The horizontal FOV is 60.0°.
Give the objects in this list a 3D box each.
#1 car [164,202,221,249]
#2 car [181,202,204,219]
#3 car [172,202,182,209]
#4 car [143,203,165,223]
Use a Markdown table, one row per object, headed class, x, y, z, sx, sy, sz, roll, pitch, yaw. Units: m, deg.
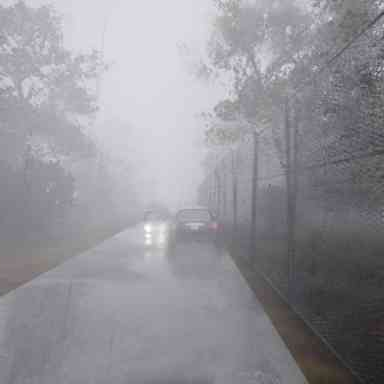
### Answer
| class | x | y | z | sx | sy | sz | roll | pitch | yaw |
| --- | --- | --- | --- | --- | --- | --- | --- | --- | --- |
| car | 0.092 | 1.415 | 14.962 | 2.097 | 1.767 | 4.553 | -1 | -1 | 0 |
| car | 0.018 | 1.802 | 32.891 | 2.128 | 1.511 | 4.902 | 0 | -1 | 0 |
| car | -3.088 | 2.758 | 68.168 | 1.812 | 1.442 | 4.674 | 0 | -2 | 0 |
| car | -2.907 | 1.717 | 27.714 | 2.128 | 1.511 | 4.902 | 0 | -1 | 0 |
